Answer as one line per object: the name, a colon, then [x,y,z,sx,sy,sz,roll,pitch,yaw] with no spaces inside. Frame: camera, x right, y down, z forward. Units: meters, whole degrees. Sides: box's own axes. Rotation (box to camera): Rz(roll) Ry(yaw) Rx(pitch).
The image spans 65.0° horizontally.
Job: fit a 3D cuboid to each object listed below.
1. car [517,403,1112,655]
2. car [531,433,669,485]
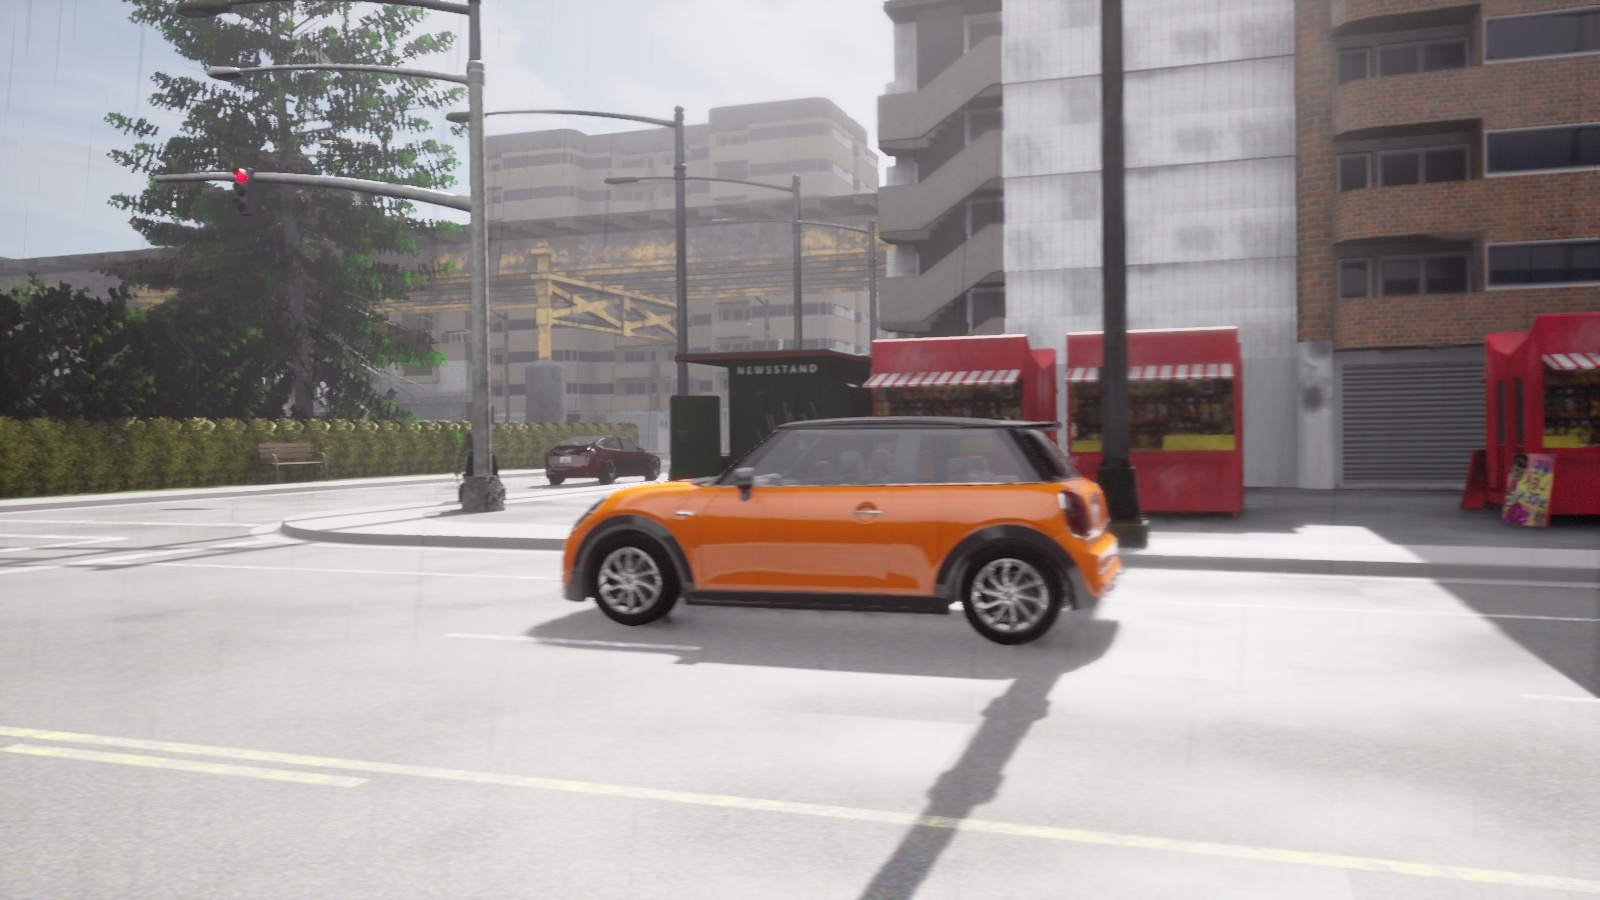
car: [0.183,0.518,10.516,4.553,1.767,2.097,1,1,19]
car: [-6.043,0.236,38.545,2.163,1.488,4.792,0,1,19]
